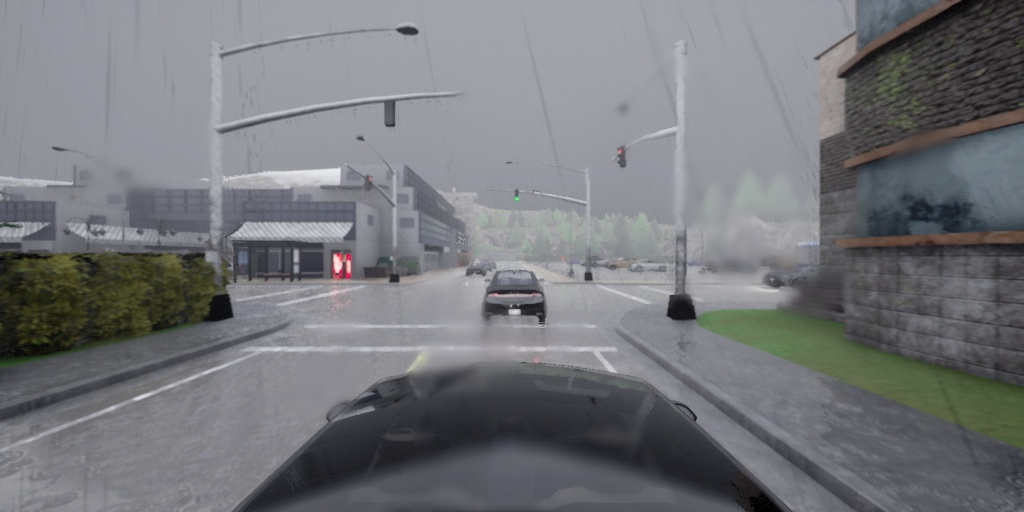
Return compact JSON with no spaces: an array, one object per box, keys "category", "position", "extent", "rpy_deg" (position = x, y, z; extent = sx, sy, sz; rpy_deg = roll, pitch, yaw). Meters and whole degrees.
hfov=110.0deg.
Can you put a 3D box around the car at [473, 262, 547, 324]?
[{"category":"car","position":[0.086,1.197,11.990],"extent":[2.128,1.511,4.902],"rpy_deg":[-1,2,0]}]

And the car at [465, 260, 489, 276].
[{"category":"car","position":[-3.594,1.396,36.745],"extent":[1.895,1.301,4.718],"rpy_deg":[0,0,0]}]

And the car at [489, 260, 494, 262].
[{"category":"car","position":[-3.583,1.372,46.771],"extent":[1.994,1.385,4.181],"rpy_deg":[0,0,0]}]

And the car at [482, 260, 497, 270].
[{"category":"car","position":[-3.526,1.384,56.778],"extent":[1.994,1.385,4.181],"rpy_deg":[0,0,1]}]

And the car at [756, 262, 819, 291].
[{"category":"car","position":[16.427,1.161,19.808],"extent":[4.181,1.385,1.994],"rpy_deg":[0,0,0]}]
